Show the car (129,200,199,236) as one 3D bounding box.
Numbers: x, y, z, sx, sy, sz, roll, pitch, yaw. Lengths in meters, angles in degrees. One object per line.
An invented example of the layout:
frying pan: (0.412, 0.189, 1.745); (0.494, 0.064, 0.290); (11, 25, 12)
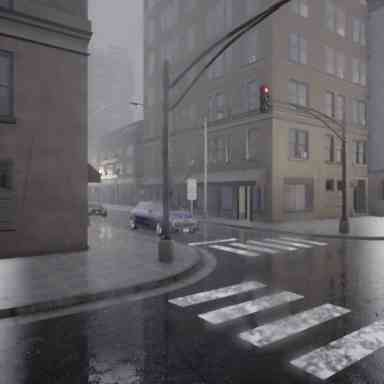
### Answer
car: (-1.596, 1.266, 17.998); (2.097, 1.767, 4.553); (0, 0, -36)

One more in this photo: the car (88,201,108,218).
car: (-8.603, 1.414, 27.796); (1.994, 1.385, 4.181); (0, 0, -35)
